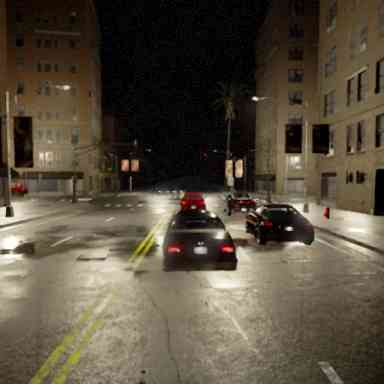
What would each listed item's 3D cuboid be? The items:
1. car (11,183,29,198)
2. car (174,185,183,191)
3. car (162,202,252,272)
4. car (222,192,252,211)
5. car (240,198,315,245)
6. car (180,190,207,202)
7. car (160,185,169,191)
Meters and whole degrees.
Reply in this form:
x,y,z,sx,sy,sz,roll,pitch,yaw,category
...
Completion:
x,y,z,sx,sy,sz,roll,pitch,yaw,category
-23.912,-0.252,43.102,5.009,1.841,2.192,0,2,-9,car
-3.297,-0.991,79.879,1.837,1.490,4.892,0,2,0,car
0.107,1.239,9.741,2.033,1.411,5.357,0,2,-2,car
3.237,0.779,23.199,1.837,1.490,4.892,0,2,0,car
3.302,1.148,13.211,1.994,1.385,4.181,0,2,1,car
0.087,0.767,24.255,1.812,1.442,4.674,0,2,0,car
-6.547,-1.014,79.876,1.882,1.535,5.008,0,2,0,car
